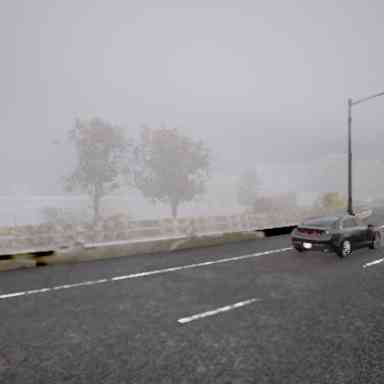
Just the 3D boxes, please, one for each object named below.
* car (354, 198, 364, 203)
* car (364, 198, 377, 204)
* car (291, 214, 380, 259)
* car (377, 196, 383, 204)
[{"bbox_3d":[40.272,2.280,83.679,2.033,1.411,5.357,0,-1,3],"label":"car"},{"bbox_3d":[43.762,2.272,83.411,1.812,1.442,4.674,0,-1,3],"label":"car"},{"bbox_3d":[5.890,1.646,13.383,4.892,1.490,1.837,0,0,-42],"label":"car"},{"bbox_3d":[47.272,1.992,82.651,2.150,2.045,5.566,0,-1,3],"label":"car"}]
